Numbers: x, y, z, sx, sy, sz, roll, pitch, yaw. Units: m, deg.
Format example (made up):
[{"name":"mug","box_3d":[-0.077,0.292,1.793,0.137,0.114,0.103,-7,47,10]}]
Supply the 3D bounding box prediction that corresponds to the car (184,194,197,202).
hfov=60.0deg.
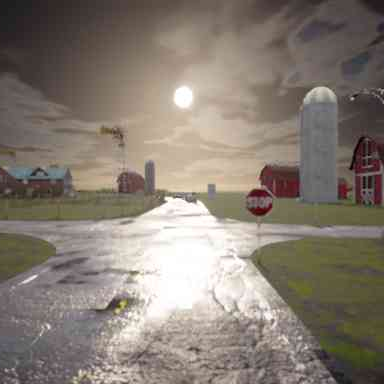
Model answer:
[{"name":"car","box_3d":[-0.072,1.290,66.604,2.128,1.511,4.902,0,0,-2]}]

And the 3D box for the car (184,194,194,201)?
[{"name":"car","box_3d":[-0.739,1.235,76.713,1.837,1.490,4.892,0,0,-6]}]

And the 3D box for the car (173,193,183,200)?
[{"name":"car","box_3d":[-3.011,0.945,70.702,1.994,1.385,4.181,0,0,-2]}]
